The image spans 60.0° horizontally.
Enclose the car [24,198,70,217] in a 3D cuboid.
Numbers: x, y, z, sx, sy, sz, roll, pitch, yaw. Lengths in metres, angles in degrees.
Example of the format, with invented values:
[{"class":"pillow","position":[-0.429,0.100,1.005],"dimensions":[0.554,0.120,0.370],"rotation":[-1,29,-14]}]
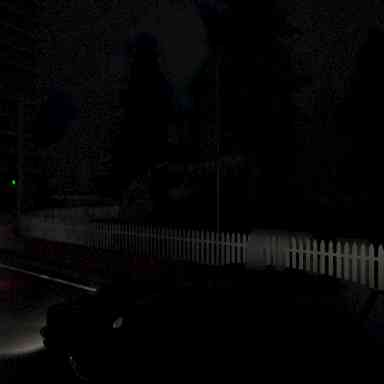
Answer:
[{"class":"car","position":[-13.539,1.296,30.745],"dimensions":[2.097,1.767,4.553],"rotation":[0,0,25]}]

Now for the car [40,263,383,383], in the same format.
[{"class":"car","position":[0.606,1.547,3.562],"dimensions":[5.357,1.411,2.033],"rotation":[0,0,36]}]

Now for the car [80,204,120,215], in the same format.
[{"class":"car","position":[-8.869,1.545,33.036],"dimensions":[1.895,1.301,4.718],"rotation":[0,0,18]}]
